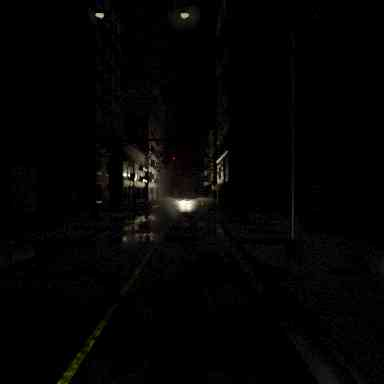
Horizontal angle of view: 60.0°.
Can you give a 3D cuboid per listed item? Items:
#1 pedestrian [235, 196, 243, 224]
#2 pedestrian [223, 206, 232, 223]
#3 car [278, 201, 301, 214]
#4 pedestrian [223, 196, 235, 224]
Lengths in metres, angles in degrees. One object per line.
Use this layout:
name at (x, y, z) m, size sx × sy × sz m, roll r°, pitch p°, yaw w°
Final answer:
pedestrian at (2.980, 1.128, 21.808) m, size 0.375 × 1.860 × 0.375 m, roll 0°, pitch 0°, yaw 0°
pedestrian at (2.382, 1.508, 22.409) m, size 0.500 × 1.100 × 0.500 m, roll 0°, pitch 0°, yaw 0°
car at (11.507, 1.661, 36.042) m, size 4.206 × 1.307 × 1.802 m, roll 1°, pitch 0°, yaw 0°
pedestrian at (2.365, 1.125, 21.194) m, size 0.375 × 1.860 × 0.375 m, roll 0°, pitch 0°, yaw 0°
